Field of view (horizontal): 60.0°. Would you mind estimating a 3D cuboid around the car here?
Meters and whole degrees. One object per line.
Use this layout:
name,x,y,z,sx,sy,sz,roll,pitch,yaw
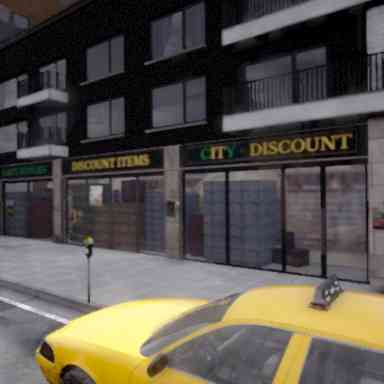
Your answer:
car,0.798,1.467,2.716,5.366,1.575,1.801,-1,0,35
